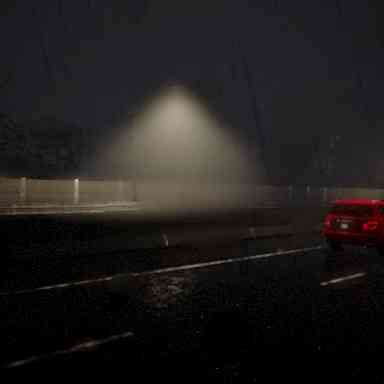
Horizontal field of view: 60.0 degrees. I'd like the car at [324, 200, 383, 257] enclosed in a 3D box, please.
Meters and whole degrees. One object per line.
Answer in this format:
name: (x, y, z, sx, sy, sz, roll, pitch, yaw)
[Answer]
car: (7.753, 1.353, 13.705, 5.566, 2.045, 2.150, 0, 0, -36)
